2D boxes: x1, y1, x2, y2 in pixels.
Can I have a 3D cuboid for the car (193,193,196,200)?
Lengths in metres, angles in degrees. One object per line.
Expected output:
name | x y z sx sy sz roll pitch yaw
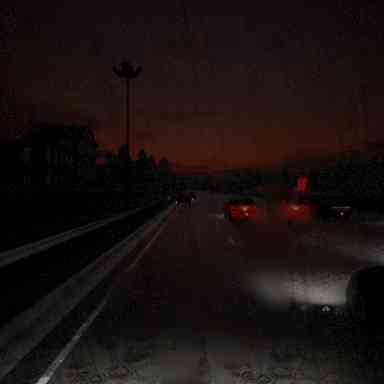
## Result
car | -0.026 0.920 69.799 2.033 1.411 5.357 0 0 0

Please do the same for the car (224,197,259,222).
car | 3.591 1.184 24.750 2.097 1.767 4.553 0 0 0

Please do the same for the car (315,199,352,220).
car | 10.591 1.316 25.880 2.128 1.511 4.902 0 0 0

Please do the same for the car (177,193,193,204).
car | -1.246 0.993 53.075 2.097 1.767 4.553 0 0 0

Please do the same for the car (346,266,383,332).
car | 3.600 1.498 3.893 1.812 1.442 4.674 0 0 0

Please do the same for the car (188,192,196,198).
car | -0.032 0.825 86.715 1.994 1.385 4.181 0 0 0

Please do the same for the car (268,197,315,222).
car | 7.090 1.184 24.811 2.097 1.767 4.553 0 0 0
